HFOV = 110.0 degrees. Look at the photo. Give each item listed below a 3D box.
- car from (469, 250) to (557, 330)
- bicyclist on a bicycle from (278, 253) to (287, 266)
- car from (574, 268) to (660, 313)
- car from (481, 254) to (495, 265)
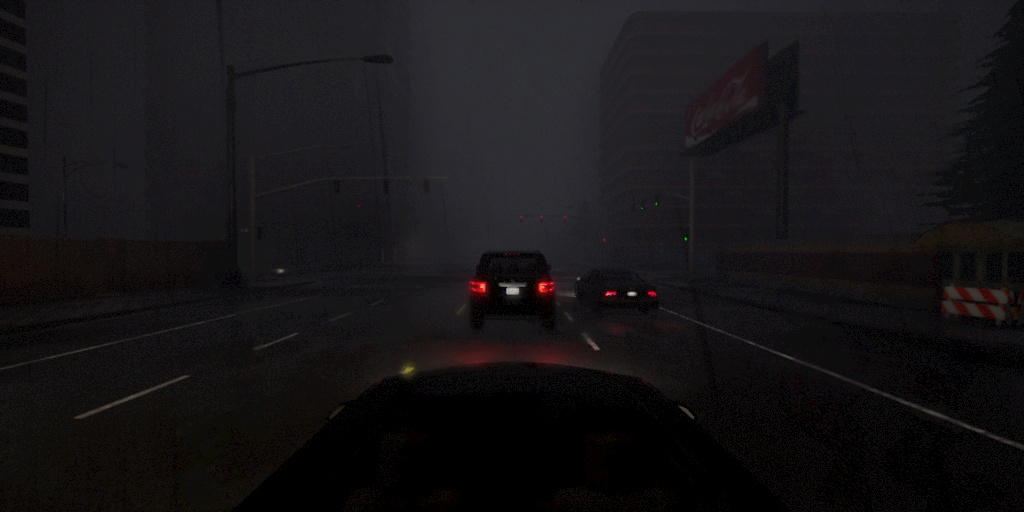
[{"bbox_3d":[0.042,0.840,10.758,2.150,2.045,5.566,0,1,1],"label":"car"},{"bbox_3d":[-28.012,0.439,43.746,0.582,1.620,1.656,0,1,0],"label":"bicyclist on a bicycle"},{"bbox_3d":[3.561,1.131,13.094,2.033,1.411,5.357,0,1,0],"label":"car"},{"bbox_3d":[-3.563,0.501,54.949,1.812,1.442,4.674,0,1,0],"label":"car"}]
